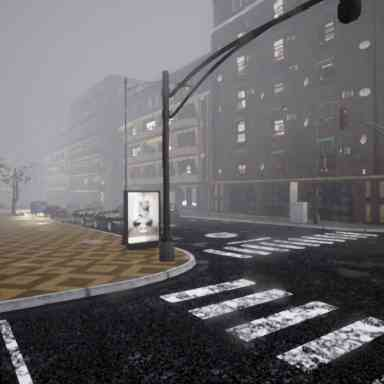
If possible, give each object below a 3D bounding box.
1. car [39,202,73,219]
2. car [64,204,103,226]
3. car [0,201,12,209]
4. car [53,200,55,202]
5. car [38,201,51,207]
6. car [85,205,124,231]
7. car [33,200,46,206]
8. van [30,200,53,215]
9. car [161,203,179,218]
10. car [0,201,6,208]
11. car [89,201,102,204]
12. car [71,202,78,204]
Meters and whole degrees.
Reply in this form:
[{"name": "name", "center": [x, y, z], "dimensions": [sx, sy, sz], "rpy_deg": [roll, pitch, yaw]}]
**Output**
[{"name": "car", "center": [-14.837, 2.115, 36.150], "dimensions": [1.887, 1.381, 4.507], "rpy_deg": [-2, 0, -36]}, {"name": "car", "center": [-8.761, 1.969, 27.673], "dimensions": [2.008, 1.369, 4.403], "rpy_deg": [-2, 0, -36]}, {"name": "car", "center": [-38.033, 2.703, 68.361], "dimensions": [2.008, 1.369, 4.403], "rpy_deg": [-2, 0, -36]}, {"name": "car", "center": [-31.246, 2.528, 73.272], "dimensions": [1.967, 1.590, 4.097], "rpy_deg": [-2, 0, -36]}, {"name": "car", "center": [-34.506, 2.736, 77.784], "dimensions": [1.947, 1.339, 4.313], "rpy_deg": [-2, 0, -36]}, {"name": "car", "center": [-5.497, 1.888, 23.160], "dimensions": [2.008, 1.369, 4.403], "rpy_deg": [-2, 0, -36]}, {"name": "car", "center": [-37.771, 2.797, 82.297], "dimensions": [1.887, 1.381, 4.507], "rpy_deg": [-2, 0, -36]}, {"name": "van", "center": [-19.755, 2.035, 43.038], "dimensions": [1.690, 1.788, 3.998], "rpy_deg": [-2, 0, -36]}, {"name": "car", "center": [-3.075, 1.824, 34.548], "dimensions": [1.967, 1.590, 4.097], "rpy_deg": [-2, 0, -36]}, {"name": "car", "center": [-44.561, 2.862, 77.386], "dimensions": [1.887, 1.381, 4.507], "rpy_deg": [-2, 0, -36]}, {"name": "car", "center": [-14.922, 2.118, 50.713], "dimensions": [1.967, 1.590, 4.097], "rpy_deg": [-2, 0, -36]}, {"name": "car", "center": [-21.450, 2.424, 59.735], "dimensions": [1.802, 1.307, 4.206], "rpy_deg": [-2, 0, -36]}]
